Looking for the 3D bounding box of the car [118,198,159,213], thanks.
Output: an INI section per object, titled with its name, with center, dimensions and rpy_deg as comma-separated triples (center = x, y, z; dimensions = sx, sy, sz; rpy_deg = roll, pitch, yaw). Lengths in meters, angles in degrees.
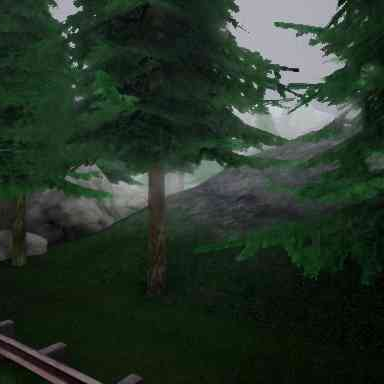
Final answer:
[car]
center = -6.140, 1.510, 38.562
dimensions = 1.812, 1.442, 4.674
rpy_deg = 0, 0, 37
